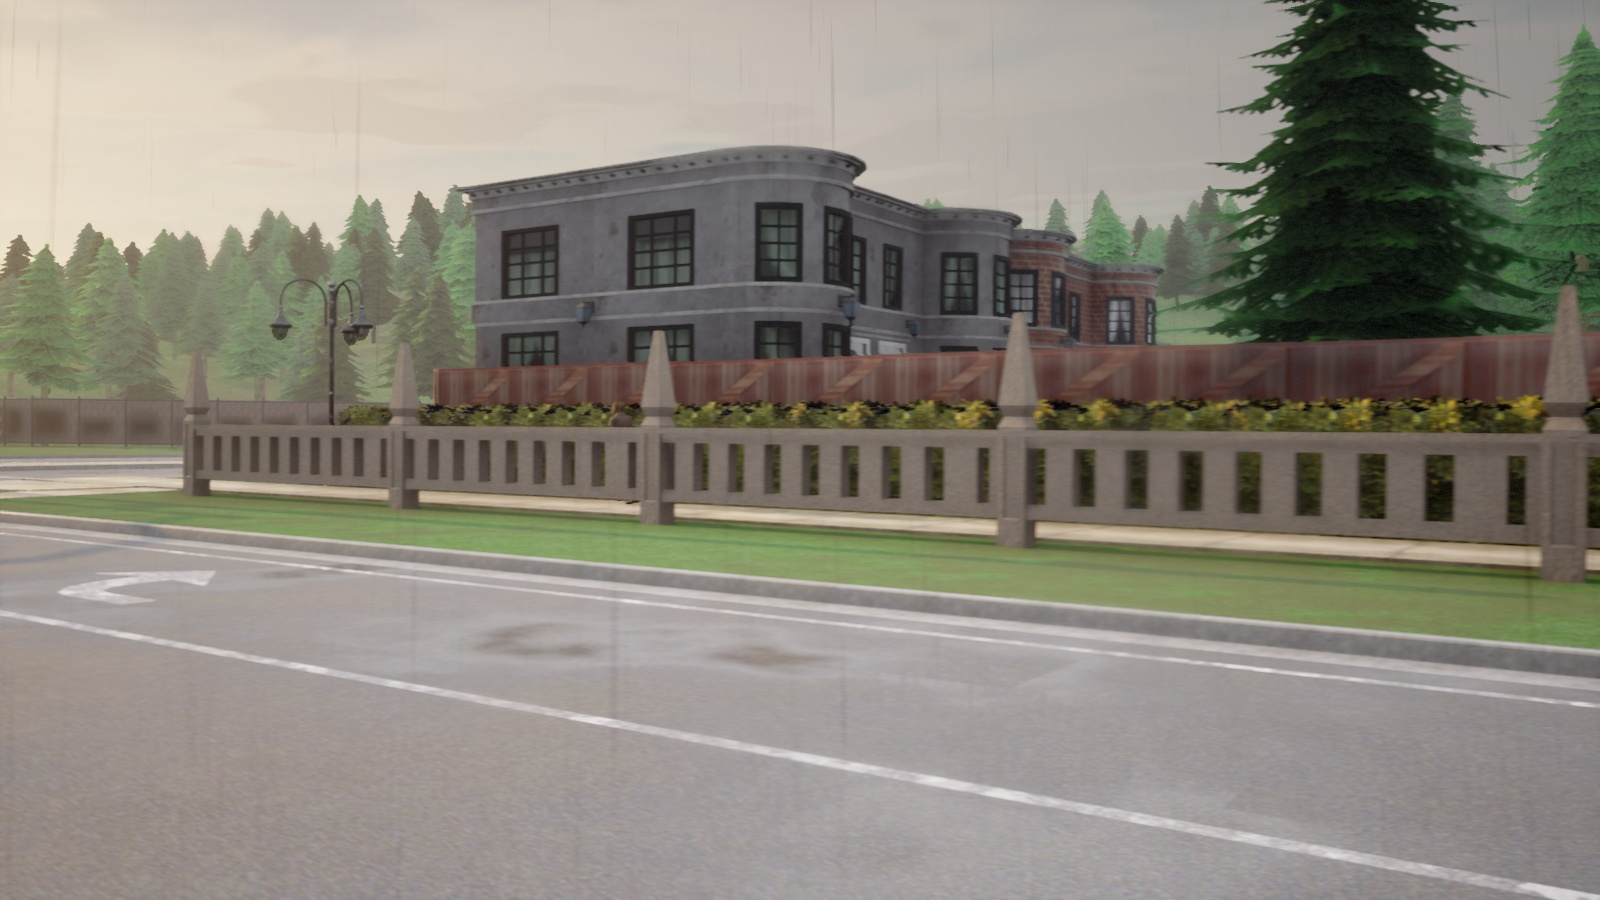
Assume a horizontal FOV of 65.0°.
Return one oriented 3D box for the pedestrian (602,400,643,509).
[{"bbox_3d":[-3.070,0.072,21.704,0.634,1.846,0.331,0,1,37],"label":"pedestrian"}]
